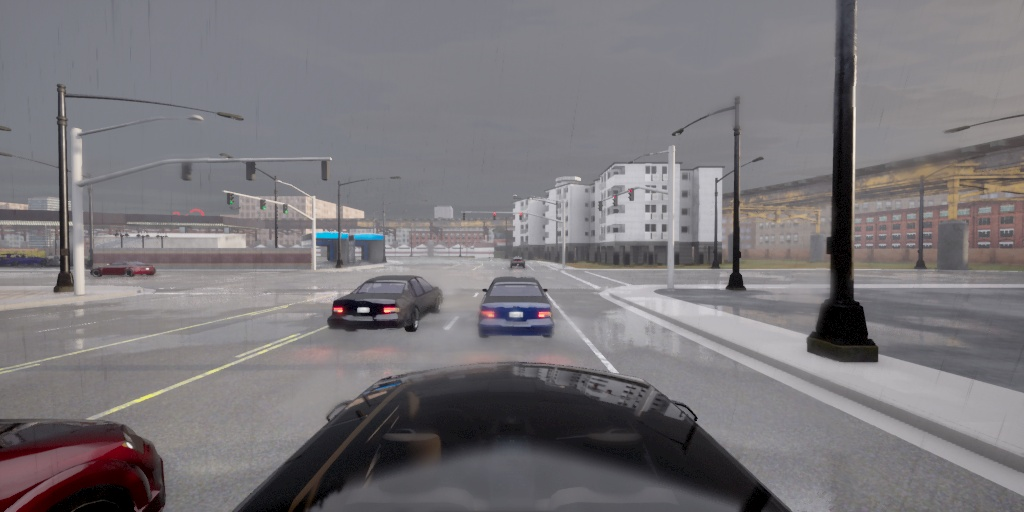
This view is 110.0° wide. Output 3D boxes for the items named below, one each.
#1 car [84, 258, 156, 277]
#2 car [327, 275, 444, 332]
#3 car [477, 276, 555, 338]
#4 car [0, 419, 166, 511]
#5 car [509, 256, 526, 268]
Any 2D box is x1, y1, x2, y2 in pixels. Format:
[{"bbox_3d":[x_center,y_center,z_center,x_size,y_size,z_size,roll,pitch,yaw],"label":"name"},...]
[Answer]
[{"bbox_3d":[-33.554,1.084,30.981,4.181,1.385,1.994,0,1,-1],"label":"car"},{"bbox_3d":[-3.404,1.274,10.724,2.033,1.411,5.357,0,0,0],"label":"car"},{"bbox_3d":[0.092,1.279,10.120,2.033,1.411,5.357,0,0,0],"label":"car"},{"bbox_3d":[-3.395,1.314,0.727,1.994,1.385,4.181,0,0,0],"label":"car"},{"bbox_3d":[0.717,0.772,46.094,1.837,1.490,4.892,0,1,0],"label":"car"}]
